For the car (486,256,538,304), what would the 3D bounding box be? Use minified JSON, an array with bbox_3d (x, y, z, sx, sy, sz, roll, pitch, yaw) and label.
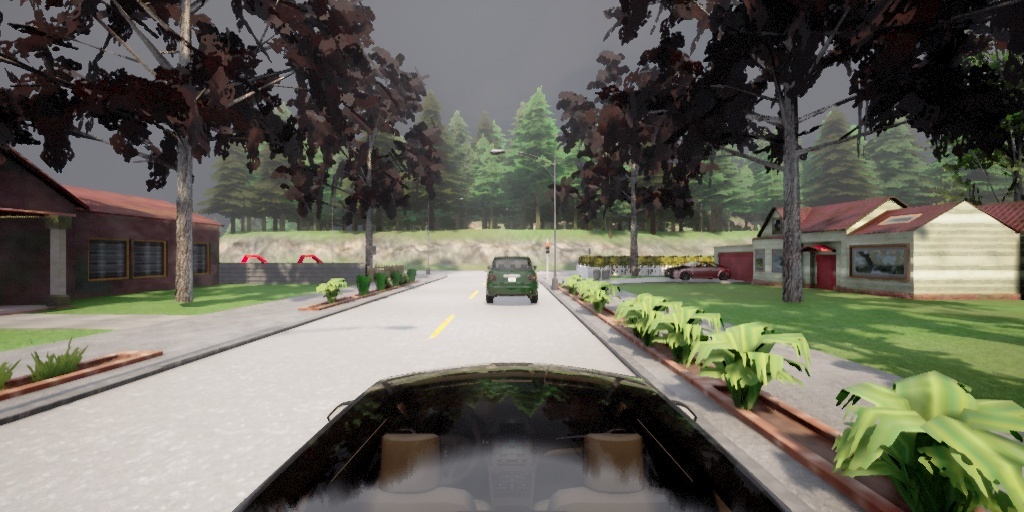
[{"bbox_3d":[0.000,1.007,16.530,2.150,2.045,5.566,0,0,0],"label":"car"}]
